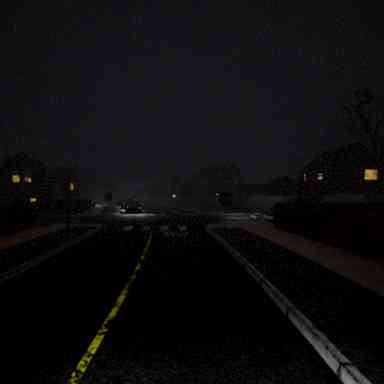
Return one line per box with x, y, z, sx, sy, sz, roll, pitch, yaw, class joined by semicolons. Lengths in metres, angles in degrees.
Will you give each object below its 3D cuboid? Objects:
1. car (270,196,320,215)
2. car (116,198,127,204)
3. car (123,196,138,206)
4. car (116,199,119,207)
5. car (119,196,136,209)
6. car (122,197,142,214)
9.296;1.209;29.572;4.553;1.767;2.097;-1;1;-1;car
-17.457;2.205;82.209;1.994;1.385;4.181;0;-1;-24;car
-13.480;1.849;72.501;2.150;2.045;5.566;0;-1;-21;car
-13.751;2.101;64.995;2.033;1.411;5.357;0;-1;-18;car
-9.840;1.743;51.766;2.097;1.767;4.553;0;-1;-15;car
-7.040;1.737;39.804;1.882;1.535;5.008;0;-1;-12;car
